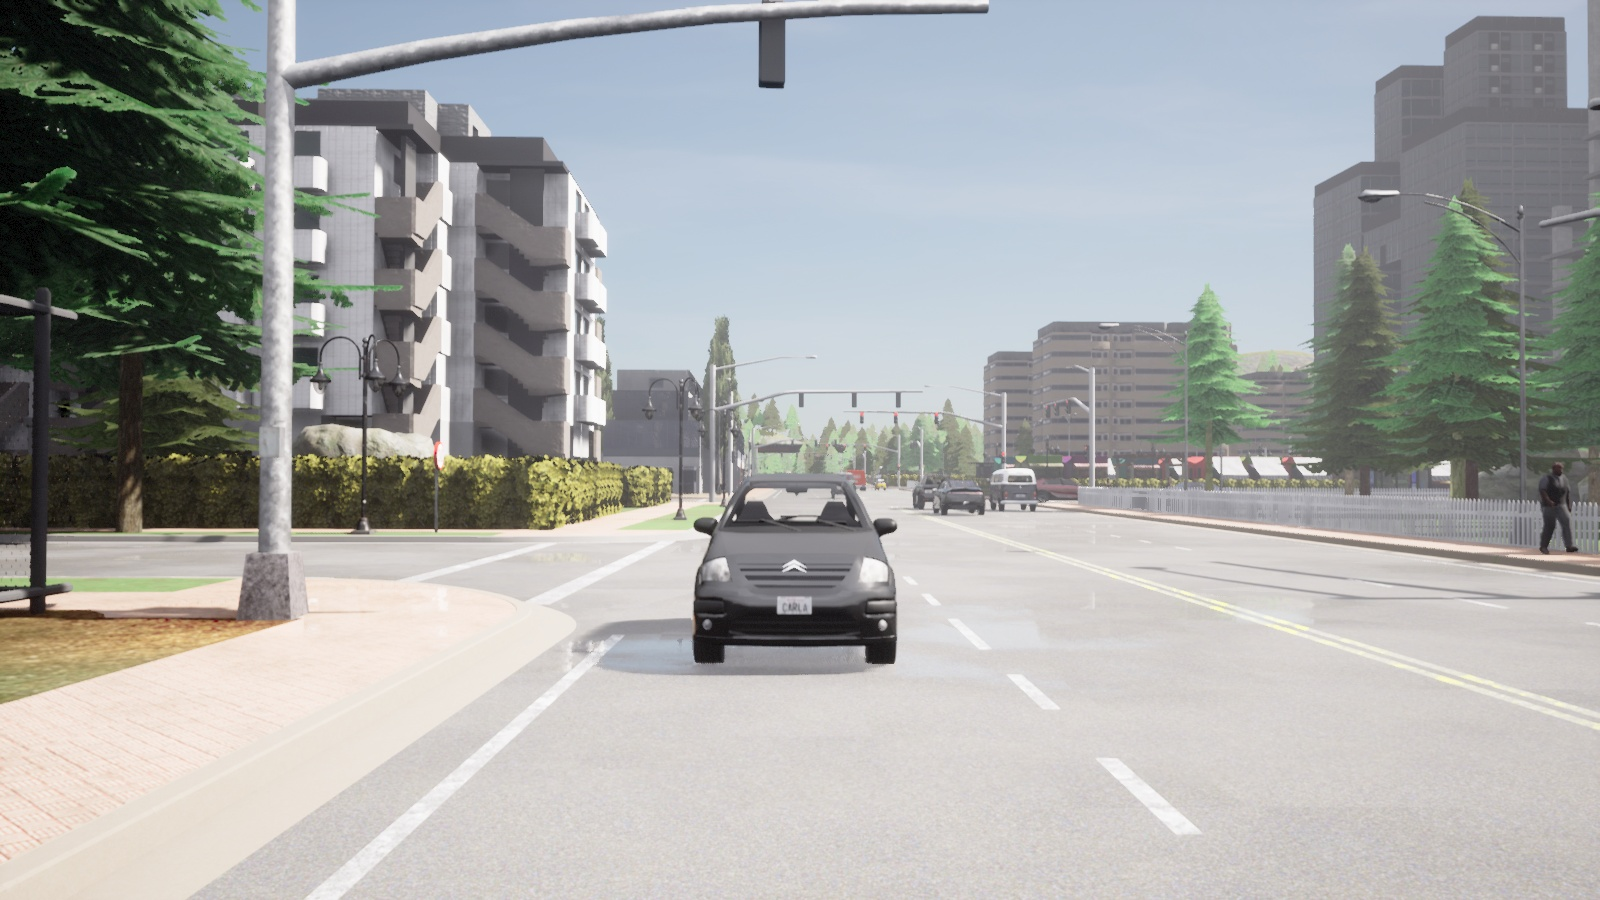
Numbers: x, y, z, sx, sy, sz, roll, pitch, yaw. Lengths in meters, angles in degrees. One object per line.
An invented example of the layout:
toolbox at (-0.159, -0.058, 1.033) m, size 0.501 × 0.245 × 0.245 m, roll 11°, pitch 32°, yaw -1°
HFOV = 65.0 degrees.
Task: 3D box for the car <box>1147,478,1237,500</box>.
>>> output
car at (26.168, 2.614, 83.867) m, size 5.357 × 1.411 × 2.033 m, roll 0°, pitch -1°, yaw -1°

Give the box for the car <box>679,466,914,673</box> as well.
car at (-0.034, 0.984, 11.895) m, size 1.851 × 1.617 × 3.988 m, roll 0°, pitch -1°, yaw 0°

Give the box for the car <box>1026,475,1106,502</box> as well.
car at (16.941, 2.453, 80.211) m, size 4.856 × 1.649 × 2.033 m, roll 0°, pitch -1°, yaw 6°

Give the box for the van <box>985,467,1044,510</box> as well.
van at (10.332, 1.848, 60.929) m, size 2.069 × 2.038 × 4.480 m, roll 0°, pitch -1°, yaw 0°

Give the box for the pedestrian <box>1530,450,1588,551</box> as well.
pedestrian at (14.471, 0.952, 23.947) m, size 0.563 × 1.883 × 0.849 m, roll 0°, pitch -1°, yaw 0°

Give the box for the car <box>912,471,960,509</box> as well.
car at (6.824, 2.012, 63.514) m, size 1.932 × 1.855 × 4.605 m, roll 0°, pitch -1°, yaw 0°

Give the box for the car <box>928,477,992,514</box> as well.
car at (6.853, 1.949, 54.293) m, size 2.128 × 1.511 × 4.902 m, roll 0°, pitch -1°, yaw 0°
